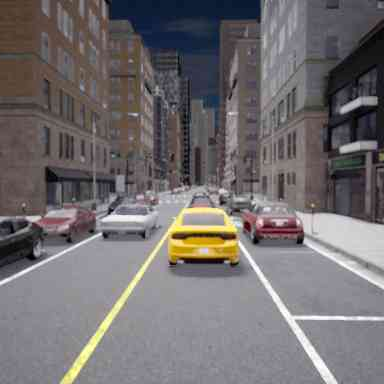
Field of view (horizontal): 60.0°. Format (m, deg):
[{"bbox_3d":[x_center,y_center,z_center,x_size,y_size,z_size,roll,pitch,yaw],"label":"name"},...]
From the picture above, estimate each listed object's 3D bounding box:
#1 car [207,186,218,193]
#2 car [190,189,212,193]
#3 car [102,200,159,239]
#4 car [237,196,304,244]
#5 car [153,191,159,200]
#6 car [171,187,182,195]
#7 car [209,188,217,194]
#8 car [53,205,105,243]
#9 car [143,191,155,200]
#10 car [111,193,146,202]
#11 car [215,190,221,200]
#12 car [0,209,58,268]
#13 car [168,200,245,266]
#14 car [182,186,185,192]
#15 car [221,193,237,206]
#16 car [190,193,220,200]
[{"bbox_3d":[4.810,-0.203,72.958,1.967,1.590,4.097,0,1,2],"label":"car"},{"bbox_3d":[0.929,0.701,35.696,1.812,1.442,4.674,0,1,3],"label":"car"},{"bbox_3d":[-2.714,1.243,15.289,1.895,1.301,4.718,0,1,2],"label":"car"},{"bbox_3d":[3.206,1.116,13.899,1.967,1.590,4.097,0,1,2],"label":"car"},{"bbox_3d":[-4.732,0.605,36.117,1.967,1.590,4.097,0,1,2],"label":"car"},{"bbox_3d":[-3.711,-0.068,73.201,1.802,1.307,4.206,0,1,2],"label":"car"},{"bbox_3d":[4.969,-0.236,78.535,1.752,1.417,4.829,0,1,2],"label":"car"},{"bbox_3d":[-5.316,1.251,14.129,1.802,1.307,4.206,0,1,2],"label":"car"},{"bbox_3d":[-4.878,0.872,30.622,1.802,1.307,4.206,0,1,2],"label":"car"},{"bbox_3d":[-5.024,0.982,25.124,1.947,1.339,4.313,0,1,2],"label":"car"},{"bbox_3d":[3.791,0.738,35.893,1.947,1.339,4.313,0,1,2],"label":"car"},{"bbox_3d":[-5.463,1.362,8.630,1.947,1.339,4.313,0,1,2],"label":"car"},{"bbox_3d":[0.352,1.229,10.607,1.882,1.535,5.008,0,1,1],"label":"car"},{"bbox_3d":[-3.403,-0.327,84.010,2.008,1.369,4.403,0,1,2],"label":"car"},{"bbox_3d":[3.498,0.974,24.897,2.008,1.369,4.403,0,1,2],"label":"car"},{"bbox_3d":[0.710,1.015,23.668,1.994,1.385,4.181,0,1,1],"label":"car"}]
